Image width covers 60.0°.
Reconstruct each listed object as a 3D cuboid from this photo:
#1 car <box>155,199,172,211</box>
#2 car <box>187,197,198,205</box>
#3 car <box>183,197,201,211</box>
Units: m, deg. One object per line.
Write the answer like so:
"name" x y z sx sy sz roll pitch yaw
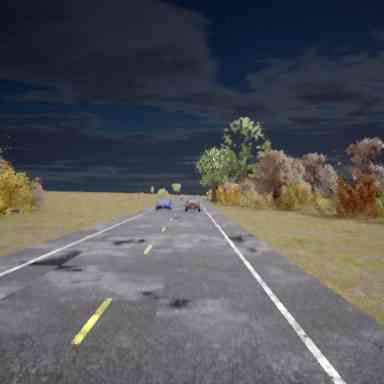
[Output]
"car" -3.587 1.599 42.856 1.882 1.535 5.008 0 0 0
"car" 0.102 1.728 62.573 2.033 1.411 5.357 0 0 0
"car" 0.088 1.645 42.322 1.812 1.442 4.674 0 0 0
